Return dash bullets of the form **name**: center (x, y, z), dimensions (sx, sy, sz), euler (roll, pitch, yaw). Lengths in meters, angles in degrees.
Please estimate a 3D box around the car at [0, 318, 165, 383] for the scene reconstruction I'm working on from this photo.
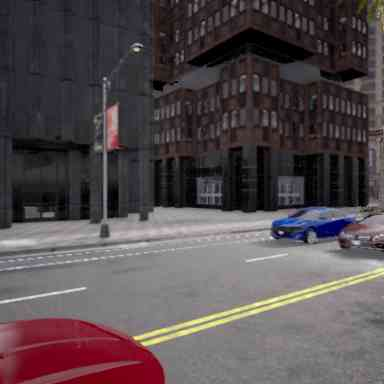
- **car**: center (-2.457, 1.478, 1.687), dimensions (5.008, 1.535, 1.882), euler (0, 0, -36)

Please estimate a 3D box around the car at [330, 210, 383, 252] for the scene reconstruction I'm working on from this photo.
- **car**: center (7.746, 1.535, 13.211), dimensions (4.674, 1.442, 1.812), euler (0, 0, -36)

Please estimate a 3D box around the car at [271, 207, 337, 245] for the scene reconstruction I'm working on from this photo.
- **car**: center (5.882, 1.488, 15.873), dimensions (5.008, 1.535, 1.882), euler (0, 0, -36)
